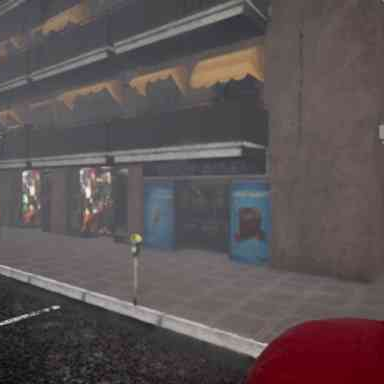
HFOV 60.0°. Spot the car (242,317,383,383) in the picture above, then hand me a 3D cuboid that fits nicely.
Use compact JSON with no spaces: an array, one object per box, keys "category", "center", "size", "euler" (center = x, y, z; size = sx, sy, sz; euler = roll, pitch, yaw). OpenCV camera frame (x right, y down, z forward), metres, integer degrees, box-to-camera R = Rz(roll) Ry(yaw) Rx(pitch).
[{"category":"car","center":[2.494,1.340,1.098],"size":[5.009,1.841,2.192],"euler":[1,1,35]}]
